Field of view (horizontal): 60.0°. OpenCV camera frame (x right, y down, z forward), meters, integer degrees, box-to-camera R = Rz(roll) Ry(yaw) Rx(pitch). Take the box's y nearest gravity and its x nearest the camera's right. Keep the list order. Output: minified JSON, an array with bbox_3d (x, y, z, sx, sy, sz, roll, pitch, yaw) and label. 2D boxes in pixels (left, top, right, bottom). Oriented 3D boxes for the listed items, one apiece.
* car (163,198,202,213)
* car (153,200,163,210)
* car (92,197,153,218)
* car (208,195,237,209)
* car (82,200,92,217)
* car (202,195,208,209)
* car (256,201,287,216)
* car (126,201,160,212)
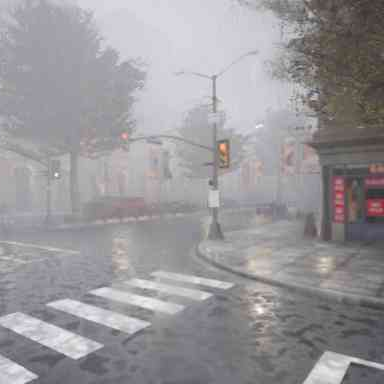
[{"bbox_3d":[-1.113,1.800,41.624,1.812,1.442,4.674,-1,0,36],"label":"car"},{"bbox_3d":[-3.601,1.804,44.157,2.128,1.511,4.902,-1,0,36],"label":"car"},{"bbox_3d":[-6.863,1.496,33.670,2.150,2.045,5.566,-1,0,36],"label":"car"},{"bbox_3d":[4.830,1.627,49.839,2.097,1.767,4.553,-1,0,36],"label":"car"},{"bbox_3d":[-9.701,1.534,35.716,2.150,2.045,5.566,-1,0,36],"label":"car"},{"bbox_3d":[2.645,1.534,52.796,2.150,2.045,5.566,-1,0,36],"label":"car"},{"bbox_3d":[8.342,1.639,34.743,2.128,1.511,4.902,-1,0,36],"label":"car"},{"bbox_3d":[-6.621,1.942,45.358,1.895,1.301,4.718,-1,0,36],"label":"car"}]
